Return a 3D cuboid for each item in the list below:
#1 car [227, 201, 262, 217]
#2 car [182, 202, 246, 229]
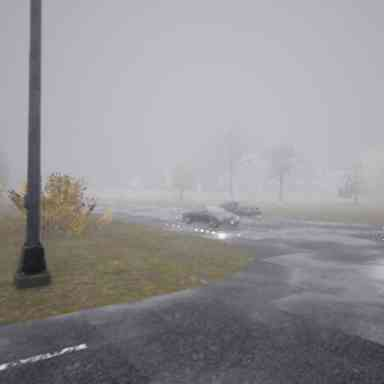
[{"bbox_3d":[3.870,1.514,30.310,2.033,1.411,5.357,0,1,-35],"label":"car"},{"bbox_3d":[1.124,1.551,22.039,1.812,1.442,4.674,0,1,-35],"label":"car"}]
